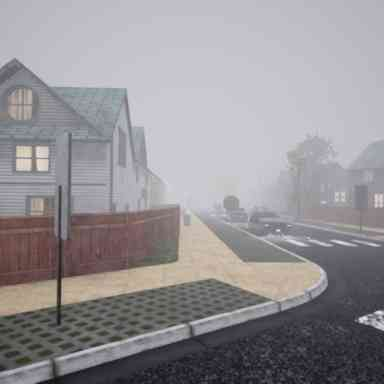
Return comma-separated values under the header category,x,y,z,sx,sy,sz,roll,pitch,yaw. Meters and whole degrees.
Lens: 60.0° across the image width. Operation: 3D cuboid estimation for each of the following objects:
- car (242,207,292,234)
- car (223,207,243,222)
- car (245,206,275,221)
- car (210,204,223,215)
category,x,y,z,sx,sy,sz,roll,pitch,yaw
car,5.068,1.989,22.565,2.033,1.411,5.357,1,-2,-2
car,4.656,2.269,34.352,1.837,1.490,4.892,1,-1,-2
car,7.508,2.366,37.147,2.128,1.511,4.902,1,-2,-2
car,4.074,2.607,52.062,2.097,1.767,4.553,1,-1,-2
